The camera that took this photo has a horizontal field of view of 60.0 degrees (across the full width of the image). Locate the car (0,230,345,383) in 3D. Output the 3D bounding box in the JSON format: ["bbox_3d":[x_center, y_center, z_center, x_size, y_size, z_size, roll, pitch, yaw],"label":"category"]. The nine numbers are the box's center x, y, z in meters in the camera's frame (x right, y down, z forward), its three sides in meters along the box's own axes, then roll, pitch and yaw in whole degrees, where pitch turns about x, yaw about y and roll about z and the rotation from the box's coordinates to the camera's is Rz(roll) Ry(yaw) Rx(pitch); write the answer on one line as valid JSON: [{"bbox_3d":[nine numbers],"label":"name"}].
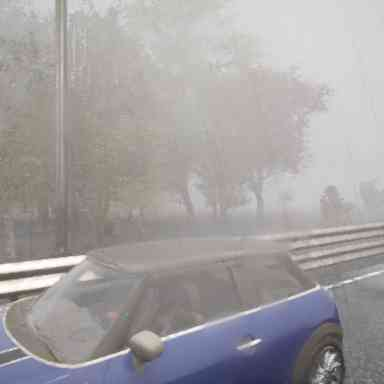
[{"bbox_3d":[-0.526,1.352,3.311,4.553,1.767,2.097,0,0,-36],"label":"car"}]
